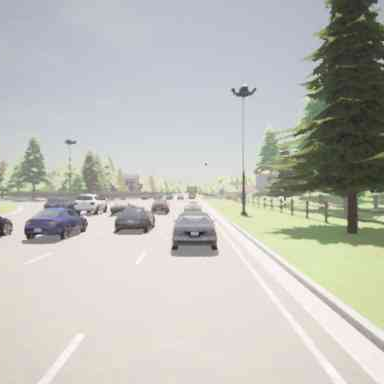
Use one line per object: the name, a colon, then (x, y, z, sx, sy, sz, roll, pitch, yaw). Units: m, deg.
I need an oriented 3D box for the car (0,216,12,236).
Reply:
car: (-10.402, 1.532, 15.625, 1.837, 1.490, 4.892, 0, 0, 0)

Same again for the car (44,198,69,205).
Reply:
car: (-13.902, 1.412, 35.218, 2.097, 1.767, 4.553, 0, 0, 0)

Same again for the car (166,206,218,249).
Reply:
car: (0.099, 1.573, 14.652, 2.033, 1.411, 5.357, 0, 0, 0)

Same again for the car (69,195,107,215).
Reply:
car: (-10.401, 1.281, 34.560, 2.150, 2.045, 5.566, 0, 0, 0)

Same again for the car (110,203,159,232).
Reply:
car: (-3.401, 1.599, 20.389, 1.994, 1.385, 4.181, 0, 0, 0)

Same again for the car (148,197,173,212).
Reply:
car: (-3.415, 1.588, 36.477, 1.812, 1.442, 4.674, 0, 0, 0)

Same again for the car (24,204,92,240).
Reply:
car: (-6.914, 1.555, 17.211, 1.812, 1.442, 4.674, 0, 0, 0)

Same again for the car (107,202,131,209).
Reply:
car: (-6.901, 1.659, 33.912, 1.895, 1.301, 4.718, 0, 0, 0)

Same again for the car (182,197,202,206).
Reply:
car: (0.085, 1.588, 36.526, 1.812, 1.442, 4.674, 0, 0, 0)

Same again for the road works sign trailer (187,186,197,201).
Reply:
road works sign trailer: (-0.003, 0.587, 72.223, 2.380, 3.560, 2.880, 0, 0, 0)
